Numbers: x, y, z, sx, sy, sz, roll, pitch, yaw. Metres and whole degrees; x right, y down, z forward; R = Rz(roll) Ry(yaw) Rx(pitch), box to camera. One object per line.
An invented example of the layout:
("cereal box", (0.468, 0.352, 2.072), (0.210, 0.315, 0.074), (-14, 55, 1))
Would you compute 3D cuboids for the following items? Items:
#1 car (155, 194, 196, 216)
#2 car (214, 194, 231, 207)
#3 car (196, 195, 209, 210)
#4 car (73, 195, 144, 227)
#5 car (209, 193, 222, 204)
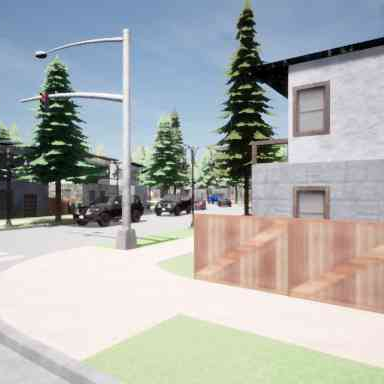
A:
("car", (-1.693, 1.201, 32.435), (2.150, 2.045, 5.566), (0, 0, 18))
("car", (4.902, 1.470, 50.864), (2.128, 1.511, 4.902), (0, 0, 1))
("car", (0.564, 1.331, 42.034), (2.097, 1.767, 4.553), (0, 0, 9))
("car", (-5.587, 1.201, 23.059), (2.150, 2.045, 5.566), (0, 0, 27))
("car", (4.323, 1.200, 60.818), (2.150, 2.045, 5.566), (0, 0, -9))
